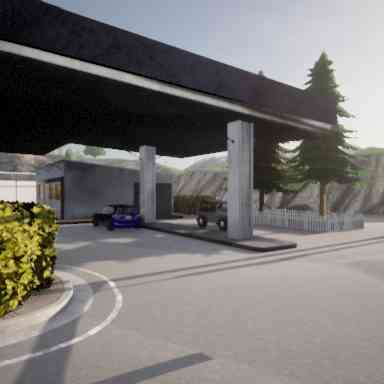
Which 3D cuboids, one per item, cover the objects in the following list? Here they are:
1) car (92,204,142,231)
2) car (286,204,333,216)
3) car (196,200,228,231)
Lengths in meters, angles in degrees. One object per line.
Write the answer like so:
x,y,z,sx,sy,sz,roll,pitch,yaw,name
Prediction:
-5.197,1.662,22.767,2.242,1.667,4.611,0,0,-34,car
10.336,1.730,29.383,1.994,1.385,4.181,0,0,-33,car
1.918,1.490,22.275,1.905,1.878,3.866,0,0,-34,car
